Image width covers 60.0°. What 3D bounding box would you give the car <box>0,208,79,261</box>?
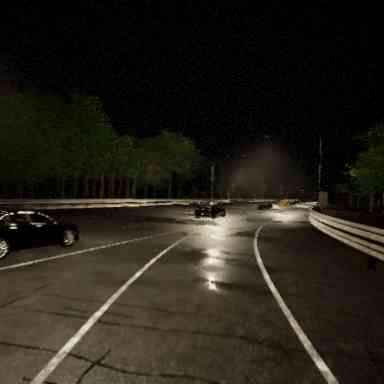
[{"bbox_3d":[-6.073,1.350,11.666,1.837,1.490,4.892,2,0,22],"label":"car"}]

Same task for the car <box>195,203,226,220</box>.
[{"bbox_3d":[1.814,1.761,31.269,2.128,1.511,4.902,2,-1,22],"label":"car"}]

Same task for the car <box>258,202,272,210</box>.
[{"bbox_3d":[13.000,2.420,59.087,2.033,1.411,5.357,2,-1,22],"label":"car"}]

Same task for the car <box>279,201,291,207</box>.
[{"bbox_3d":[23.260,2.919,84.585,1.882,1.535,5.008,2,-1,22],"label":"car"}]
